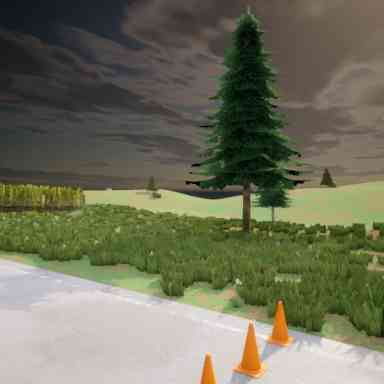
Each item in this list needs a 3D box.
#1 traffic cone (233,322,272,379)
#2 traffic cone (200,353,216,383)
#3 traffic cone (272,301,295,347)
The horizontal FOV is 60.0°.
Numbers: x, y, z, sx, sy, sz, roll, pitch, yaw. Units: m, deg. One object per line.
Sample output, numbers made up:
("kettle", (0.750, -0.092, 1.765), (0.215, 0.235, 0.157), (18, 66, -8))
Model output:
("traffic cone", (0.751, 1.955, 4.226), (0.340, 0.580, 0.340), (0, 0, 36))
("traffic cone", (0.167, 1.955, 3.415), (0.340, 0.580, 0.340), (0, 0, 36))
("traffic cone", (1.336, 1.955, 5.038), (0.340, 0.580, 0.340), (0, 0, 36))
